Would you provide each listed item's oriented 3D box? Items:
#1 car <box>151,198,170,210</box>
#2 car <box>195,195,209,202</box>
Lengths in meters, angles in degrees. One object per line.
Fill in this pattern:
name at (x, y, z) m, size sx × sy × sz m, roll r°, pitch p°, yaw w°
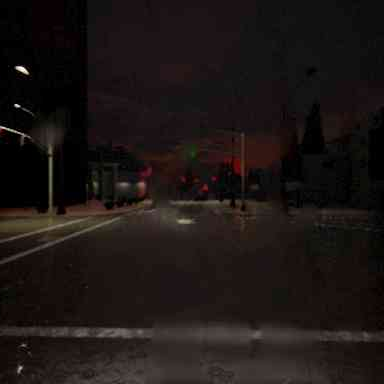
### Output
car at (-3.578, 1.374, 38.778) m, size 1.994 × 1.385 × 4.181 m, roll 0°, pitch 0°, yaw 0°
car at (1.996, 1.229, 67.938) m, size 1.994 × 1.385 × 4.181 m, roll 0°, pitch 0°, yaw 16°
